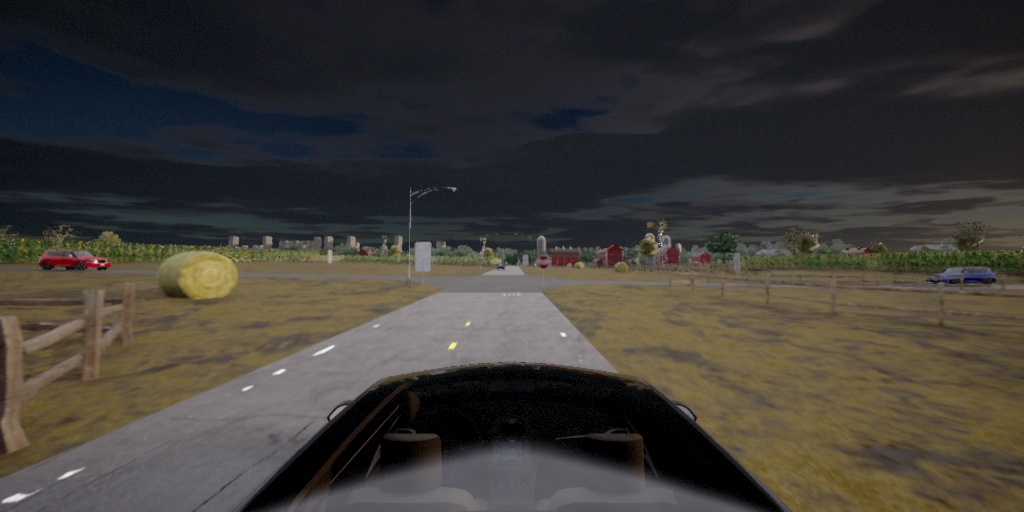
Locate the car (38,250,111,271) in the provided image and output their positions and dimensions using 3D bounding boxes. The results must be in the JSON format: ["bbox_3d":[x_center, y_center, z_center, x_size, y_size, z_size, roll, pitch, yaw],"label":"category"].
[{"bbox_3d":[-43.948,0.461,36.123,5.566,2.045,2.150,1,-2,1],"label":"car"}]

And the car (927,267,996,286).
[{"bbox_3d":[49.032,2.241,39.175,5.566,2.045,2.150,0,-2,1],"label":"car"}]
